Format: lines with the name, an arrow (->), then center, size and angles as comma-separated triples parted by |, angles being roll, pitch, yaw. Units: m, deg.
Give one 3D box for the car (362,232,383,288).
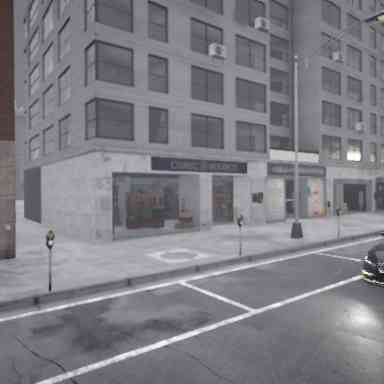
car -> 5.815, 1.318, 7.657 | 4.892, 1.490, 1.837 | -1, 1, -36
